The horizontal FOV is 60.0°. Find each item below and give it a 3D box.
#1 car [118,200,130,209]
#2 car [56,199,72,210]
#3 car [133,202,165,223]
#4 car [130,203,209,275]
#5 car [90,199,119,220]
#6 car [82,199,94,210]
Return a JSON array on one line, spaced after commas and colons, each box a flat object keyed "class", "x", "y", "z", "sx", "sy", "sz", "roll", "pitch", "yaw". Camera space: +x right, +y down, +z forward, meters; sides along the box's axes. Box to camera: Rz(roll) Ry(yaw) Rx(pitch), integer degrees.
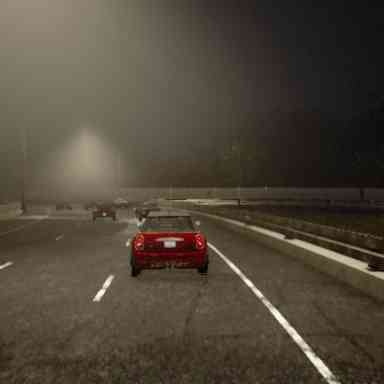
[{"class": "car", "x": -10.049, "y": 1.726, "z": 45.851, "sx": 1.895, "sy": 1.301, "sz": 4.718, "roll": 0, "pitch": 0, "yaw": -24}, {"class": "car", "x": -17.273, "y": 1.676, "z": 44.734, "sx": 1.812, "sy": 1.442, "sz": 4.674, "roll": 0, "pitch": 0, "yaw": -25}, {"class": "car", "x": -3.710, "y": 1.615, "z": 27.949, "sx": 2.033, "sy": 1.411, "sz": 5.357, "roll": 0, "pitch": 0, "yaw": -15}, {"class": "car", "x": -0.753, "y": 1.376, "z": 10.729, "sx": 2.097, "sy": 1.767, "sz": 4.553, "roll": 0, "pitch": 0, "yaw": -5}, {"class": "car", "x": -7.600, "y": 1.609, "z": 28.771, "sx": 1.812, "sy": 1.442, "sz": 4.674, "roll": 0, "pitch": 0, "yaw": -16}, {"class": "car", "x": -13.706, "y": 1.664, "z": 45.301, "sx": 1.812, "sy": 1.442, "sz": 4.674, "roll": 0, "pitch": 0, "yaw": -24}]
